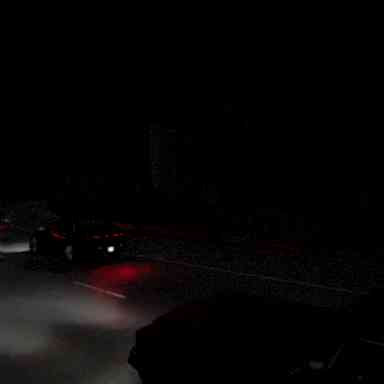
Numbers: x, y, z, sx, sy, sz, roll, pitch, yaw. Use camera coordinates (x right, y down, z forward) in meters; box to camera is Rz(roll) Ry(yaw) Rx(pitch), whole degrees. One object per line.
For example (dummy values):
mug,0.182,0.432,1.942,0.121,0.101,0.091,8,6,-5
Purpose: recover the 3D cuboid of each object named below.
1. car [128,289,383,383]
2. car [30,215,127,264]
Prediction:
car,1.652,1.617,2.912,4.718,1.301,1.895,-1,-1,36
car,-4.429,1.649,12.599,4.892,1.490,1.837,-1,0,43
